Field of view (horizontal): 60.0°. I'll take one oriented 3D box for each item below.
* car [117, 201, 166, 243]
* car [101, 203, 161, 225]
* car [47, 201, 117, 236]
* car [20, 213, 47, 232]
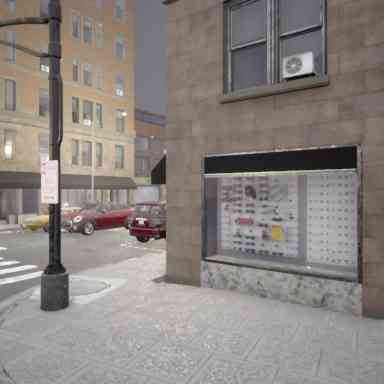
[{"bbox_3d":[-0.676,1.305,15.314,2.192,1.841,5.009,0,0,35],"label":"car"},{"bbox_3d":[-4.425,1.548,24.850,1.947,1.339,4.313,0,0,35],"label":"car"},{"bbox_3d":[-5.317,1.344,18.744,2.097,1.767,4.553,0,0,35],"label":"car"},{"bbox_3d":[-7.754,1.519,20.070,1.752,1.417,4.829,0,0,35],"label":"car"}]
